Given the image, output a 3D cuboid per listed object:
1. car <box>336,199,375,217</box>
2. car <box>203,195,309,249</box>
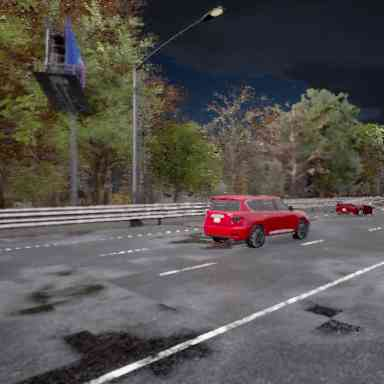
[{"bbox_3d":[14.908,1.366,30.227,5.008,1.535,1.882,0,0,-42],"label":"car"},{"bbox_3d":[2.947,1.166,14.578,5.566,2.045,2.150,0,0,-42],"label":"car"}]
